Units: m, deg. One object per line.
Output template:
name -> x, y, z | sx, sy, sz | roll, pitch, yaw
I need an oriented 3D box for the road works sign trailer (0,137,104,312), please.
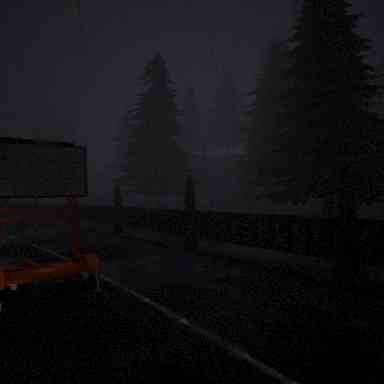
road works sign trailer -> -3.827, 0.537, 8.149 | 2.380, 3.560, 2.880 | -1, 0, -39
